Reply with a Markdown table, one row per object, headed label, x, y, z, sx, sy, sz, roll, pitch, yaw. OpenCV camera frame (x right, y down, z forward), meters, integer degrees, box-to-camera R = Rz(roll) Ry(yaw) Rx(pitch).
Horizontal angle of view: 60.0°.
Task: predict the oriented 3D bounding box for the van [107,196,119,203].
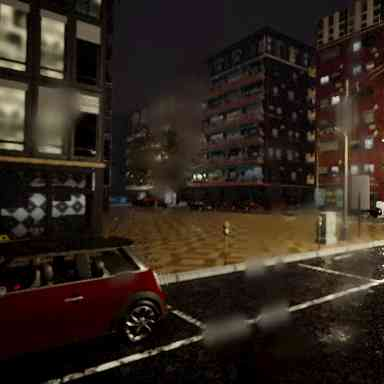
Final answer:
| label | x | y | z | sx | sy | sz | roll | pitch | yaw |
| --- | --- | --- | --- | --- | --- | --- | --- | --- | --- |
| van | -21.619 | 2.121 | 90.702 | 1.690 | 1.788 | 3.998 | 1 | -1 | -35 |

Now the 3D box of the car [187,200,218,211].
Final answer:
| label | x | y | z | sx | sy | sz | roll | pitch | yaw |
| --- | --- | --- | --- | --- | --- | --- | --- | --- | --- |
| car | 0.977 | 1.861 | 44.185 | 2.008 | 1.369 | 4.403 | 1 | -1 | -35 |

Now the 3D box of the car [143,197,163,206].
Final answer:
| label | x | y | z | sx | sy | sz | roll | pitch | yaw |
| --- | --- | --- | --- | --- | --- | --- | --- | --- | --- |
| car | -8.532 | 1.967 | 72.176 | 2.192 | 1.841 | 5.009 | 1 | -1 | -35 |

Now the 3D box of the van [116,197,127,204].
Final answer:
| label | x | y | z | sx | sy | sz | roll | pitch | yaw |
| --- | --- | --- | --- | --- | --- | --- | --- | --- | --- |
| van | -18.347 | 2.089 | 86.070 | 1.690 | 1.788 | 3.998 | 1 | -1 | -35 |

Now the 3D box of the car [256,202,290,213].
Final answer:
| label | x | y | z | sx | sy | sz | roll | pitch | yaw |
| --- | --- | --- | --- | --- | --- | --- | --- | --- | --- |
| car | 11.096 | 2.048 | 44.382 | 1.802 | 1.307 | 4.206 | 1 | -1 | -35 |

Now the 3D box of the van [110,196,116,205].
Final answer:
| label | x | y | z | sx | sy | sz | roll | pitch | yaw |
| --- | --- | --- | --- | --- | --- | --- | --- | --- | --- |
| van | -18.651 | 1.839 | 71.978 | 1.690 | 1.788 | 3.998 | 1 | -1 | -35 |

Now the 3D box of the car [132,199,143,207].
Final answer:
| label | x | y | z | sx | sy | sz | roll | pitch | yaw |
| --- | --- | --- | --- | --- | --- | --- | --- | --- | --- |
| car | -8.838 | 1.948 | 58.080 | 1.887 | 1.381 | 4.507 | 1 | -1 | -35 |

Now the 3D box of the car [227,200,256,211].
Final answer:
| label | x | y | z | sx | sy | sz | roll | pitch | yaw |
| --- | --- | --- | --- | --- | --- | --- | --- | --- | --- |
| car | 7.825 | 2.042 | 49.015 | 1.887 | 1.381 | 4.507 | 1 | -1 | -35 |

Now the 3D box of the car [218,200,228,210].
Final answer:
| label | x | y | z | sx | sy | sz | roll | pitch | yaw |
| --- | --- | --- | --- | --- | --- | --- | --- | --- | --- |
| car | 4.554 | 1.968 | 53.647 | 1.967 | 1.590 | 4.097 | 1 | -1 | -35 |

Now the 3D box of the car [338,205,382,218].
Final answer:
| label | x | y | z | sx | sy | sz | roll | pitch | yaw |
| --- | --- | --- | --- | --- | --- | --- | --- | --- | --- |
| car | 17.640 | 1.971 | 35.120 | 1.947 | 1.339 | 4.313 | 1 | -1 | -35 |

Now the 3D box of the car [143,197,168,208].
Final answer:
| label | x | y | z | sx | sy | sz | roll | pitch | yaw |
| --- | --- | --- | --- | --- | --- | --- | --- | --- | --- |
| car | -5.566 | 1.917 | 53.448 | 1.887 | 1.381 | 4.507 | 1 | -1 | -35 |

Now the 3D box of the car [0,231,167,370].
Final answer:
| label | x | y | z | sx | sy | sz | roll | pitch | yaw |
| --- | --- | --- | --- | --- | --- | --- | --- | --- | --- |
| car | -2.482 | 1.445 | 4.773 | 4.097 | 1.590 | 1.967 | 1 | 1 | -35 |
